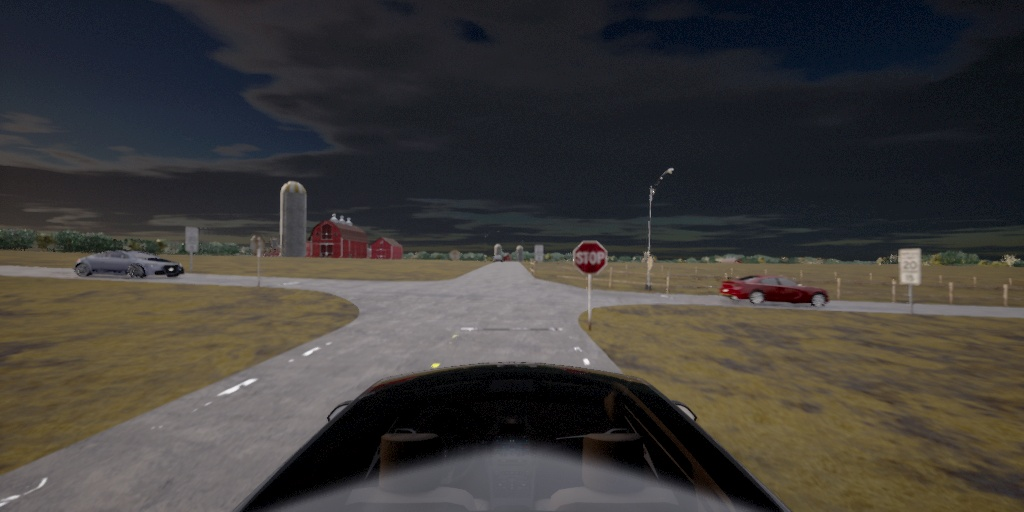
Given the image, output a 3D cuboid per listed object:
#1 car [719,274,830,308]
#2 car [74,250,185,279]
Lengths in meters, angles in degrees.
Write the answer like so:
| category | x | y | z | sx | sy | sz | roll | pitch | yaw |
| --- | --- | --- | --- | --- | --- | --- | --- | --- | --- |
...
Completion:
| category | x | y | z | sx | sy | sz | roll | pitch | yaw |
| --- | --- | --- | --- | --- | --- | --- | --- | --- | --- |
| car | 13.492 | 1.736 | 18.547 | 5.008 | 1.535 | 1.882 | 2 | -1 | 0 |
| car | -19.437 | 0.421 | 18.353 | 4.181 | 1.385 | 1.994 | 3 | -1 | 0 |
